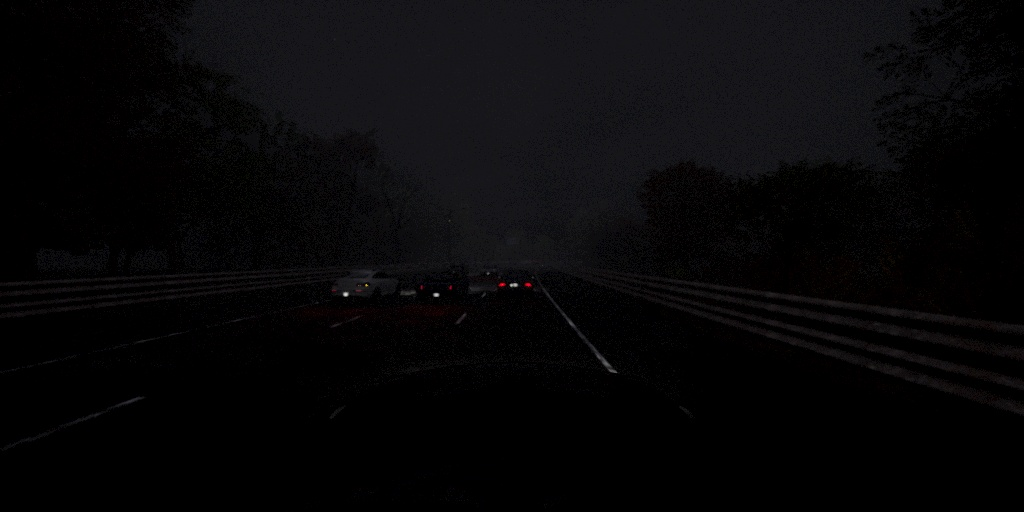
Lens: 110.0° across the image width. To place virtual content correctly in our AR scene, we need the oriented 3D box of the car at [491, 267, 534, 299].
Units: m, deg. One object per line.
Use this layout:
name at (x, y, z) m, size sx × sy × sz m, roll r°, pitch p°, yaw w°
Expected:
car at (0.205, 1.428, 19.267) m, size 2.033 × 1.411 × 5.357 m, roll 0°, pitch 0°, yaw 1°

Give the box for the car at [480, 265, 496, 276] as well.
car at (-2.477, 1.643, 41.186) m, size 1.895 × 1.301 × 4.718 m, roll 0°, pitch 0°, yaw 3°

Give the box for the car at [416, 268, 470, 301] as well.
car at (-3.326, 1.459, 18.206) m, size 1.895 × 1.301 × 4.718 m, roll 0°, pitch 0°, yaw 1°

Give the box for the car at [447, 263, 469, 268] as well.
car at (-6.007, 1.512, 40.228) m, size 2.128 × 1.511 × 4.902 m, roll 0°, pitch 0°, yaw 3°

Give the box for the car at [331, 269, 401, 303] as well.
car at (-6.828, 1.361, 17.135) m, size 1.812 × 1.442 × 4.674 m, roll 0°, pitch 0°, yaw 1°
